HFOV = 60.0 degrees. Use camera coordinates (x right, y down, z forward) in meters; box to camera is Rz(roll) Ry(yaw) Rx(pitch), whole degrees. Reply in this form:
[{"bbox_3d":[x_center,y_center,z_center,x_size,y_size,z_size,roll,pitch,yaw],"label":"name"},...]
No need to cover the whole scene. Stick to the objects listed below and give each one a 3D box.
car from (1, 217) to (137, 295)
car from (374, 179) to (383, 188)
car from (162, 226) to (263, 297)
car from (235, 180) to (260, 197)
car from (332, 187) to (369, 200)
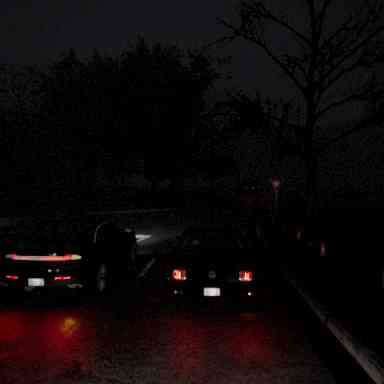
[{"bbox_3d":[-2.720,1.386,8.505,2.128,1.511,4.902,0,1,3],"label":"car"},{"bbox_3d":[34.873,-1.582,59.515,2.185,1.767,4.553,-1,4,-15],"label":"car"},{"bbox_3d":[0.504,1.506,8.331,1.895,1.301,4.718,0,1,3],"label":"car"},{"bbox_3d":[6.978,-0.526,42.102,2.150,2.045,5.566,0,3,-6],"label":"car"},{"bbox_3d":[17.463,0.104,36.706,4.181,1.385,1.994,-2,4,-26],"label":"car"}]
